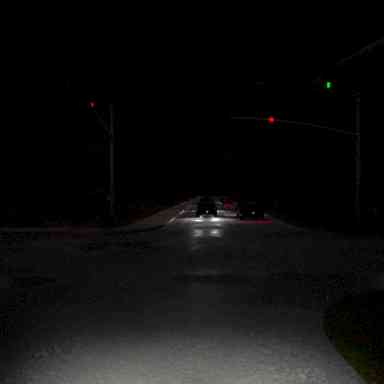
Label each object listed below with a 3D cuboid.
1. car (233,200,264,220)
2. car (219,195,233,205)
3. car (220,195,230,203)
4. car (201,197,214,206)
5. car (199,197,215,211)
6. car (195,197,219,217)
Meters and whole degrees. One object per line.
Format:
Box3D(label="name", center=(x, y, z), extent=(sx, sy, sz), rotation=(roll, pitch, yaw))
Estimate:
Box3D(label="car", center=(4.837, 1.443, 28.029), extent=(1.882, 1.535, 5.008), rotation=(0, 0, 3))
Box3D(label="car", center=(6.341, 1.566, 59.053), extent=(1.895, 1.301, 4.718), rotation=(0, 0, 3))
Box3D(label="car", center=(6.824, 1.470, 69.014), extent=(1.837, 1.490, 4.892), rotation=(0, 0, 3))
Box3D(label="car", center=(2.585, 1.529, 55.280), extent=(1.994, 1.385, 4.181), rotation=(0, 0, 3))
Box3D(label="car", center=(1.897, 1.469, 41.686), extent=(1.837, 1.490, 4.892), rotation=(0, 0, 3))
Box3D(label="car", center=(1.378, 1.470, 31.034), extent=(1.837, 1.490, 4.892), rotation=(0, 0, 3))
